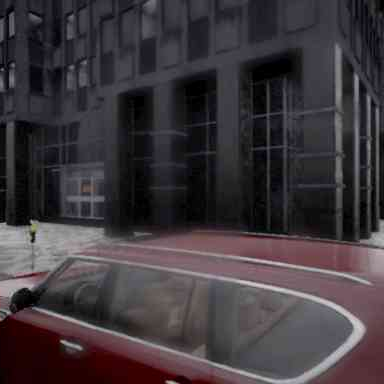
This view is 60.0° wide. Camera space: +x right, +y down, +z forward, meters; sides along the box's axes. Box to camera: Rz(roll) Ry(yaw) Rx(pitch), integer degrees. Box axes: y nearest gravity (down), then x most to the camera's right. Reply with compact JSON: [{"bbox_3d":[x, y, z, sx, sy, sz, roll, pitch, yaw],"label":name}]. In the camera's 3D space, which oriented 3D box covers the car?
[{"bbox_3d":[-0.245,1.315,3.143,5.009,1.841,2.192,0,0,36],"label":"car"}]
